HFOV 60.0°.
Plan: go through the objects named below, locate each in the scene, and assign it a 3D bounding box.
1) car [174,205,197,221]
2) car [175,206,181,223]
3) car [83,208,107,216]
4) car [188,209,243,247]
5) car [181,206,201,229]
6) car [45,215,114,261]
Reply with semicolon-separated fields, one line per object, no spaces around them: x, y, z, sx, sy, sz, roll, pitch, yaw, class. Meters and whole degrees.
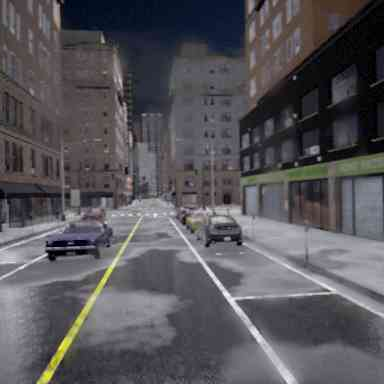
-0.702;2.017;32.510;1.802;1.307;4.206;-2;-1;-7;car
-0.068;1.917;26.961;1.947;1.339;4.313;-2;-1;-7;car
-9.190;2.150;31.535;1.887;1.381;4.507;-2;-1;-7;car
1.199;1.733;15.863;2.008;1.369;4.403;-2;-1;-7;car
0.545;1.795;21.581;1.752;1.417;4.829;-2;-1;-7;car
-4.465;1.879;13.798;1.895;1.301;4.718;-1;-1;-7;car
